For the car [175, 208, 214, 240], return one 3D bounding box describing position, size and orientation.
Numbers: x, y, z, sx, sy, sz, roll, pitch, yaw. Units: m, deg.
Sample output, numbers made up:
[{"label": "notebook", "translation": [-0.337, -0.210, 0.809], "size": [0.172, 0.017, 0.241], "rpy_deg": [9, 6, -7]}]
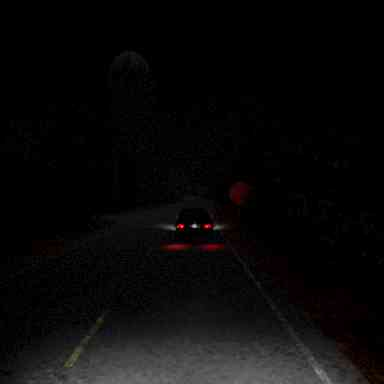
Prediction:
[{"label": "car", "translation": [0.114, 1.535, 17.057], "size": [2.033, 1.411, 5.357], "rpy_deg": [0, 0, 0]}]
